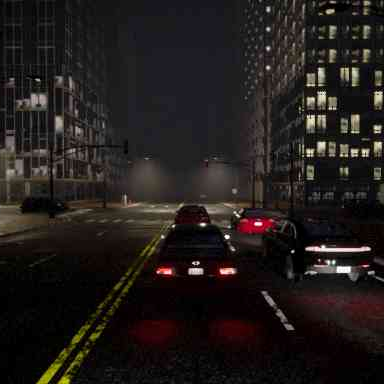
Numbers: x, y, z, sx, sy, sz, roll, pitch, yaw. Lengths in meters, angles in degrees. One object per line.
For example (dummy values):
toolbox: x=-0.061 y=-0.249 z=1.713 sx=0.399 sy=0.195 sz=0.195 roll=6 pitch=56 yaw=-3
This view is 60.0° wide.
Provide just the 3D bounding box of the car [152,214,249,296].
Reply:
car: x=0.081 y=1.543 z=8.789 sx=2.033 sy=1.411 sz=5.357 roll=0 pitch=0 yaw=0

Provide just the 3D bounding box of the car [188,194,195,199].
car: x=-0.217 y=1.333 z=91.454 sx=1.895 sy=1.301 sz=4.718 roll=0 pitch=0 yaw=0

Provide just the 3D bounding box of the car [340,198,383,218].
car: x=16.130 y=1.517 z=30.256 sx=5.009 sy=1.841 sz=2.192 roll=1 pitch=0 yaw=1

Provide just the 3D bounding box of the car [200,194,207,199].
car: x=3.033 y=1.262 z=91.431 sx=1.812 sy=1.442 sz=4.674 roll=0 pitch=0 yaw=0

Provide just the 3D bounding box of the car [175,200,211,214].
car: x=0.061 y=1.467 z=18.609 sx=1.882 sy=1.535 sz=5.008 roll=0 pitch=0 yaw=1

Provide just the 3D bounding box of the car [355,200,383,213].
car: x=21.719 y=1.641 z=38.555 sx=4.829 sy=1.417 sz=1.752 roll=1 pitch=0 yaw=1

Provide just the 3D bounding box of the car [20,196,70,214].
car: x=-14.455 y=1.245 z=32.910 sx=4.553 sy=1.767 sz=2.097 roll=1 pitch=1 yaw=6

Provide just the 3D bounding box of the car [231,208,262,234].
car: x=3.306 y=1.554 z=18.504 sx=1.994 sy=1.385 sz=4.181 roll=0 pitch=0 yaw=0

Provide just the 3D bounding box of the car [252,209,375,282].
car: x=3.326 y=1.487 z=9.704 sx=2.128 sy=1.511 sz=4.902 roll=0 pitch=0 yaw=0

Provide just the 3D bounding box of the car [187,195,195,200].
car: x=-0.193 y=1.438 z=81.422 sx=1.812 sy=1.442 sz=4.674 roll=0 pitch=0 yaw=0

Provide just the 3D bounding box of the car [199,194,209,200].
car: x=3.057 y=1.509 z=81.459 sx=1.895 sy=1.301 sz=4.718 roll=0 pitch=0 yaw=0
